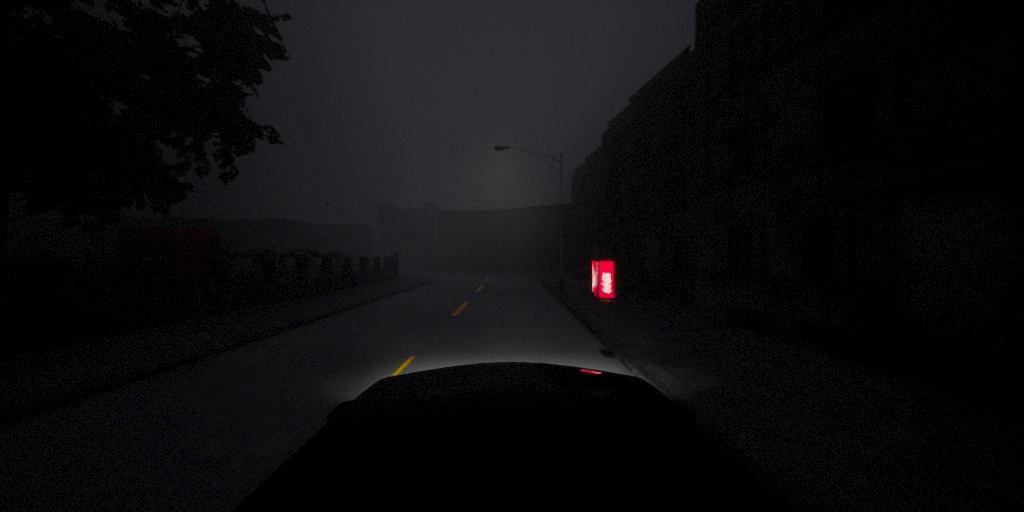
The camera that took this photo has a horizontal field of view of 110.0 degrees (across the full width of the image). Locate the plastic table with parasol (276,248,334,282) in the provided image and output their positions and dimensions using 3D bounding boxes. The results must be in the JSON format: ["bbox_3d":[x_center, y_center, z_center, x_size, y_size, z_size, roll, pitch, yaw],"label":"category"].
[{"bbox_3d":[-13.051,0.737,22.599,2.482,2.480,2.482,0,0,-40],"label":"plastic table with parasol"}]

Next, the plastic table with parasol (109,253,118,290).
[{"bbox_3d":[-20.514,0.676,20.236,2.482,2.480,2.482,0,0,-38],"label":"plastic table with parasol"}]

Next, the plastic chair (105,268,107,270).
[{"bbox_3d":[-21.410,1.259,19.535,0.730,1.272,0.750,0,0,-38],"label":"plastic chair"}]

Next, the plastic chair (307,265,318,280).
[{"bbox_3d":[-12.320,1.340,21.600,0.750,1.272,0.730,0,0,-40],"label":"plastic chair"}]

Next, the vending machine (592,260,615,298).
[{"bbox_3d":[4.303,1.166,16.874,1.100,2.100,0.880,0,0,0],"label":"vending machine"}]

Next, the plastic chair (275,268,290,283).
[{"bbox_3d":[-14.026,1.341,21.699,0.730,1.272,0.750,0,0,-35],"label":"plastic chair"}]

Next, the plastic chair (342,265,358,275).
[{"bbox_3d":[-12.015,1.341,26.849,0.730,1.272,0.750,0,0,0],"label":"plastic chair"}]

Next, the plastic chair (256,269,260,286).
[{"bbox_3d":[-16.187,1.338,23.546,0.750,1.272,0.730,0,0,-40],"label":"plastic chair"}]

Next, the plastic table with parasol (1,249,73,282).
[{"bbox_3d":[-35.054,0.702,26.587,2.482,2.480,2.482,0,0,-40],"label":"plastic table with parasol"}]

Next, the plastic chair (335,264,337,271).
[{"bbox_3d":[-12.030,1.341,23.335,0.730,1.272,0.750,0,0,-40],"label":"plastic chair"}]

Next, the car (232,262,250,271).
[{"bbox_3d":[-29.124,1.259,36.199,4.892,1.490,1.837,-1,0,1],"label":"car"}]

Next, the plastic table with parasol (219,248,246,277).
[{"bbox_3d":[-15.698,0.737,18.774,2.482,2.480,2.482,0,0,-40],"label":"plastic table with parasol"}]

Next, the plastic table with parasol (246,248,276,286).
[{"bbox_3d":[-16.918,0.705,24.548,2.482,2.480,2.482,0,0,-40],"label":"plastic table with parasol"}]

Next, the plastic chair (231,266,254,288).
[{"bbox_3d":[-14.676,1.341,19.509,0.730,1.272,0.750,0,0,-40],"label":"plastic chair"}]

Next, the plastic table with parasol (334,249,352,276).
[{"bbox_3d":[-13.268,0.737,26.949,2.482,2.480,2.482,0,0,0],"label":"plastic table with parasol"}]

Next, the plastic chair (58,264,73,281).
[{"bbox_3d":[-34.047,1.288,27.323,0.730,1.272,0.750,0,0,-40],"label":"plastic chair"}]
